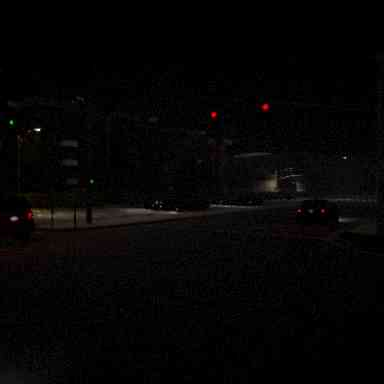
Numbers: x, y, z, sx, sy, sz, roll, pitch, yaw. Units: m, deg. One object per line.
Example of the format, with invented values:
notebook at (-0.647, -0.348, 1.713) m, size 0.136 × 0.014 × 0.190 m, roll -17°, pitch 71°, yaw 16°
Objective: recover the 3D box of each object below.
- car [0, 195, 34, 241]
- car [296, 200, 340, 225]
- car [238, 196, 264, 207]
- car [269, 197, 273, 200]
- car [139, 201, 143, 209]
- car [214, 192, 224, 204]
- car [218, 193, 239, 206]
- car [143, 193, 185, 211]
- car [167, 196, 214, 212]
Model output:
car at (-9.348, 1.152, 14.955) m, size 5.566 × 2.045 × 2.150 m, roll 0°, pitch 0°, yaw 35°
car at (9.242, 1.324, 24.170) m, size 2.097 × 1.767 × 4.553 m, roll 0°, pitch 0°, yaw 35°
car at (9.393, 1.410, 50.793) m, size 1.837 × 1.490 × 4.892 m, roll 0°, pitch 0°, yaw 35°
car at (15.516, 1.101, 65.475) m, size 1.895 × 1.301 × 4.718 m, roll 0°, pitch 0°, yaw 35°
car at (-4.659, 1.381, 42.950) m, size 1.837 × 1.490 × 4.892 m, roll 0°, pitch 0°, yaw 35°
car at (5.609, 1.101, 57.543) m, size 2.150 × 2.045 × 5.566 m, roll 0°, pitch 0°, yaw 35°
car at (6.488, 1.396, 52.735) m, size 1.837 × 1.490 × 4.892 m, roll 0°, pitch 0°, yaw 35°
car at (-2.785, 1.107, 39.530) m, size 2.150 × 2.045 × 5.566 m, roll 0°, pitch 1°, yaw 35°
car at (-0.083, 1.454, 37.291) m, size 2.033 × 1.411 × 5.357 m, roll 0°, pitch 0°, yaw 35°
